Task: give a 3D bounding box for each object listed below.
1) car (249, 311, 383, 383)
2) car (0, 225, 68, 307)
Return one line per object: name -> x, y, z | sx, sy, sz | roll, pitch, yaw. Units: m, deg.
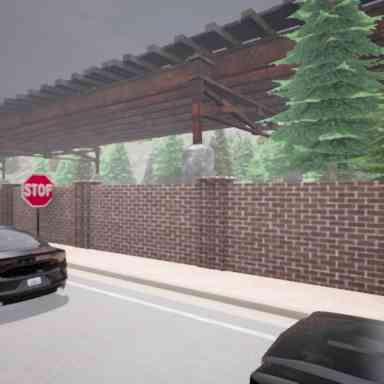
car -> 2.696, 1.601, 2.022 | 4.718, 1.301, 1.895 | 0, 0, 36
car -> -4.862, 1.475, 7.512 | 5.008, 1.535, 1.882 | 0, 0, 36
